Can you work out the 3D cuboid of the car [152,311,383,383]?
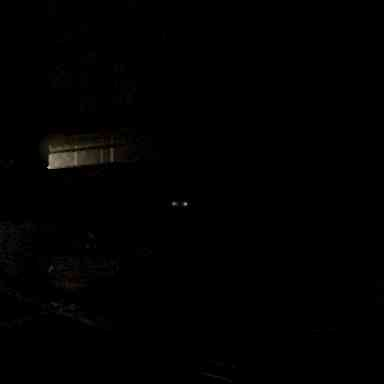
[{"bbox_3d":[1.496,1.440,1.890,4.097,1.590,1.967,0,0,36],"label":"car"}]
